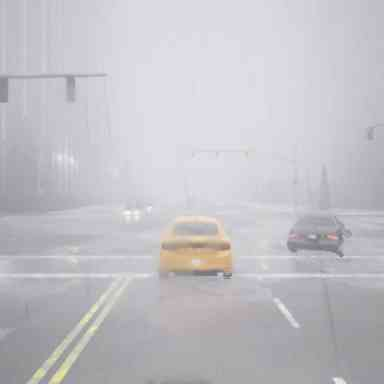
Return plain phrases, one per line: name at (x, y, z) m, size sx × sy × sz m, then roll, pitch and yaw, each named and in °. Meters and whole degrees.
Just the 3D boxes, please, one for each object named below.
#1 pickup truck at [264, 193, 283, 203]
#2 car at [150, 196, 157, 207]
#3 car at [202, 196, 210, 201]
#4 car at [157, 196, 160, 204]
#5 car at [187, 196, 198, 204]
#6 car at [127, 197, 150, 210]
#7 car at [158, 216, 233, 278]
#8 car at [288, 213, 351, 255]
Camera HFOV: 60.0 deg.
pickup truck at (16.631, 1.049, 67.560) m, size 2.390 × 2.098 × 6.274 m, roll 0°, pitch 0°, yaw 31°
car at (-7.058, 1.469, 52.041) m, size 1.882 × 1.535 × 5.008 m, roll 0°, pitch 0°, yaw 0°
car at (3.512, 1.582, 82.066) m, size 1.895 × 1.301 × 4.718 m, roll 0°, pitch 0°, yaw 0°
car at (-6.991, 1.494, 62.311) m, size 1.837 × 1.490 × 4.892 m, roll 0°, pitch 0°, yaw 0°
car at (0.109, 1.553, 65.928) m, size 1.994 × 1.385 × 4.181 m, roll 0°, pitch 0°, yaw 0°
car at (-7.081, 1.484, 42.563) m, size 2.128 × 1.511 × 4.902 m, roll 0°, pitch 0°, yaw 0°
car at (0.096, 1.476, 10.181) m, size 1.882 × 1.535 × 5.008 m, roll 0°, pitch 0°, yaw 0°
car at (5.160, 1.545, 13.366) m, size 2.033 × 1.411 × 5.357 m, roll 0°, pitch 0°, yaw 27°
